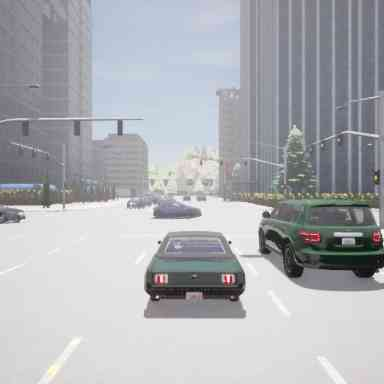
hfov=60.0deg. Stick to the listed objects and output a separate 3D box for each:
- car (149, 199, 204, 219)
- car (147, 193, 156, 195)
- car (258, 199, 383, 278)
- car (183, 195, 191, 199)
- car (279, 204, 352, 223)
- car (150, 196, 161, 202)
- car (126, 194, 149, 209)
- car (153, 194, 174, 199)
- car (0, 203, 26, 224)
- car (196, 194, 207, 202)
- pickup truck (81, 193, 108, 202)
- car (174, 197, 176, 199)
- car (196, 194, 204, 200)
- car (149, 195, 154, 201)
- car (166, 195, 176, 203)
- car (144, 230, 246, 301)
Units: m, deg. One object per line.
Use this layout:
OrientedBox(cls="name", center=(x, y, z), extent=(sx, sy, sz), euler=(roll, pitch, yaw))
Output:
OrientedBox(cls="car", center=(-1.264, 1.563, 28.232), extent=(4.181, 1.385, 1.994), euler=(0, 0, 0))
OrientedBox(cls="car", center=(-8.036, 1.221, 64.937), extent=(2.150, 2.045, 5.566), euler=(0, 0, 0))
OrientedBox(cls="car", center=(3.575, 1.221, 10.288), extent=(2.150, 2.045, 5.566), euler=(0, 0, 0))
OrientedBox(cls="car", center=(-1.201, 1.499, 78.449), extent=(1.837, 1.490, 4.892), euler=(0, 0, -1))
OrientedBox(cls="car", center=(9.114, 1.600, 24.822), extent=(4.718, 1.301, 1.895), euler=(0, 0, 0))
OrientedBox(cls="car", center=(-8.149, 1.551, 74.920), extent=(1.994, 1.385, 4.181), euler=(0, 0, -1))
OrientedBox(cls="car", center=(-7.869, 1.491, 46.544), extent=(2.128, 1.511, 4.902), euler=(0, 0, 1))
OrientedBox(cls="car", center=(-4.393, 1.491, 52.207), extent=(2.128, 1.511, 4.902), euler=(0, 0, -1))
OrientedBox(cls="car", center=(-14.606, 1.491, 24.201), extent=(4.902, 1.511, 2.128), euler=(0, 0, 7))
OrientedBox(cls="car", center=(2.295, 1.347, 78.721), extent=(2.097, 1.767, 4.553), euler=(0, 0, -1))
OrientedBox(cls="pickup truck", center=(-21.247, 1.058, 73.288), extent=(2.390, 2.098, 6.274), euler=(0, 0, 30))
OrientedBox(cls="car", center=(-4.518, 1.491, 62.462), extent=(2.128, 1.511, 4.902), euler=(0, 0, 0))
OrientedBox(cls="car", center=(2.138, 1.385, 89.002), extent=(1.882, 1.535, 5.008), euler=(0, 0, -1))
OrientedBox(cls="car", center=(-7.938, 1.563, 55.455), extent=(1.994, 1.385, 4.181), euler=(0, 0, -1))
OrientedBox(cls="car", center=(-4.616, 1.477, 72.771), extent=(1.882, 1.535, 5.008), euler=(0, 0, -1))
OrientedBox(cls="car", center=(0.065, 1.601, 8.255), extent=(1.895, 1.301, 4.718), euler=(0, 0, 0))
